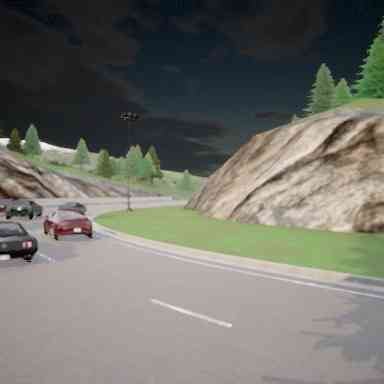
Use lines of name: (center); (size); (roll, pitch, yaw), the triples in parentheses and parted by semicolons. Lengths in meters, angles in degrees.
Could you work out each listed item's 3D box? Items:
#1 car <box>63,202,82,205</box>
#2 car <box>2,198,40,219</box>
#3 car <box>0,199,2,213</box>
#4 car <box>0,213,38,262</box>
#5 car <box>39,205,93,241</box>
car: (-12.192, 1.714, 34.126); (2.033, 1.411, 5.357); (0, 0, -6)
car: (-14.909, 1.482, 29.920); (2.097, 1.767, 4.553); (0, 0, -12)
car: (-19.094, 1.499, 35.415); (2.097, 1.767, 4.553); (0, 0, -5)
car: (-6.888, 1.648, 11.573); (1.895, 1.301, 4.718); (0, 0, -38)
car: (-6.529, 1.611, 17.390); (1.812, 1.442, 4.674); (0, 0, -32)
